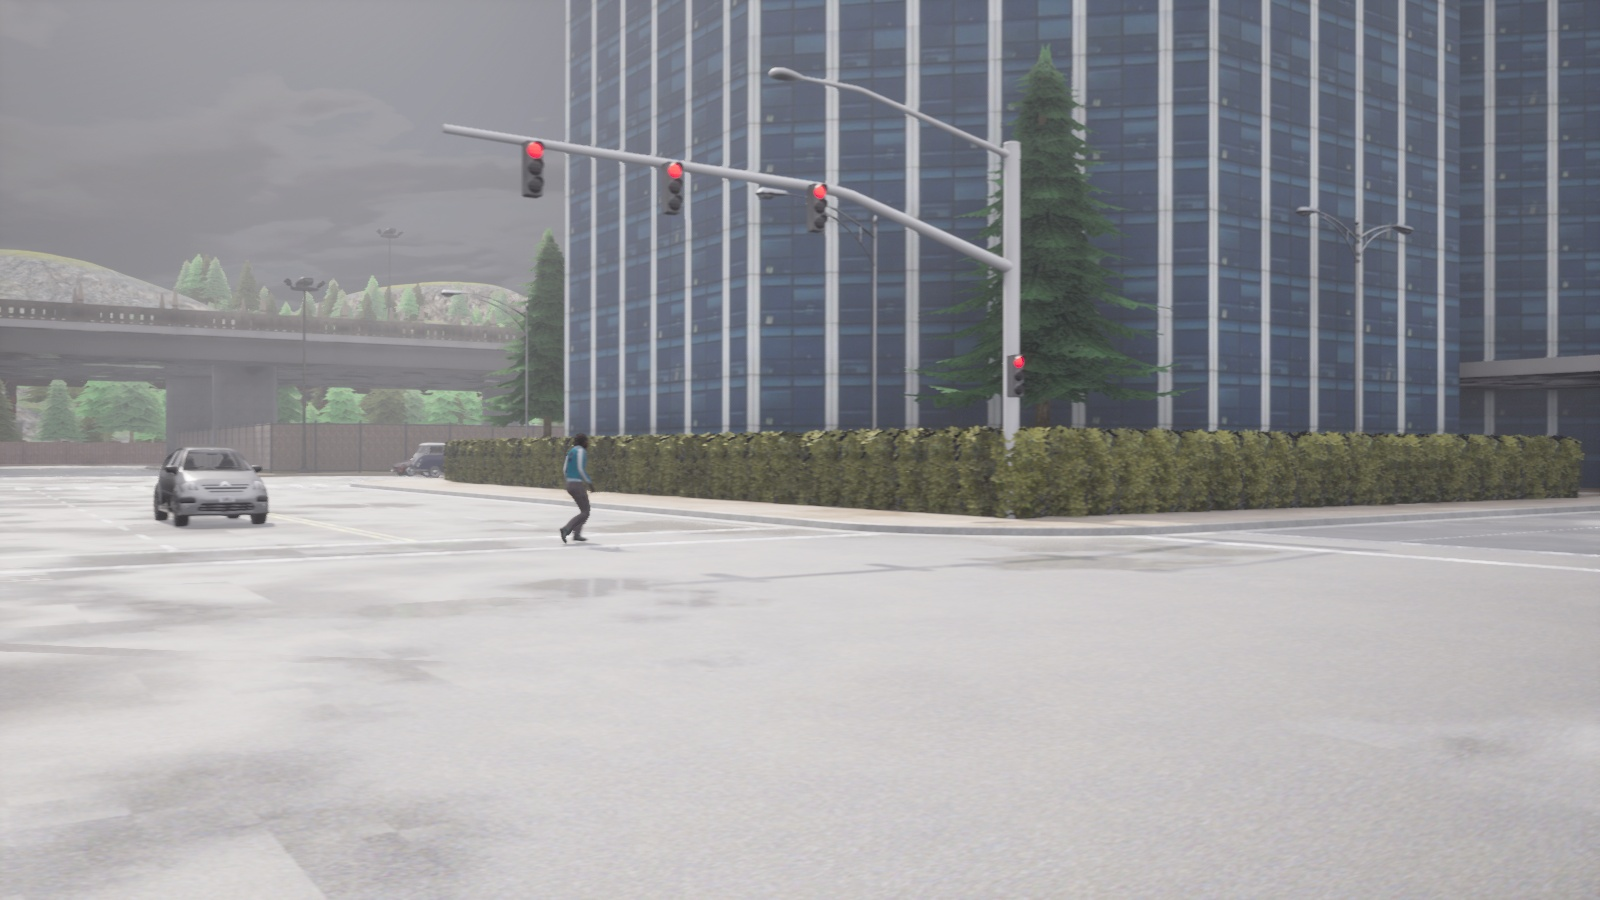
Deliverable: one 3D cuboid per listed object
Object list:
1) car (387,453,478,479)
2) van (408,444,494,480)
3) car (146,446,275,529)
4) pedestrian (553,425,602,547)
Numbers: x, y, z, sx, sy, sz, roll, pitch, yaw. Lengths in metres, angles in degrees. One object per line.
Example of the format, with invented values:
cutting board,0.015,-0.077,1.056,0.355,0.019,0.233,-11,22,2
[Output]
car,-21.895,0.917,74.883,4.792,1.488,2.163,0,0,-34
van,-19.979,0.655,71.954,4.442,1.987,1.775,0,0,-34
car,-12.506,0.734,26.522,1.851,1.617,3.988,0,0,-34
pedestrian,-3.591,0.570,20.275,0.692,1.930,0.396,0,0,-32
